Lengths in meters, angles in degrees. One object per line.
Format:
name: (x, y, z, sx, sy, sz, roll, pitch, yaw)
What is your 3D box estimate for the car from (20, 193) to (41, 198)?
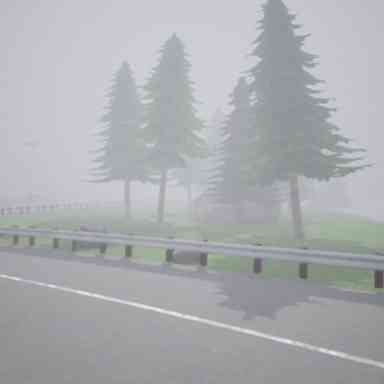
car: (-35.032, 1.336, 72.275, 2.150, 2.045, 5.566, 0, 0, 6)
